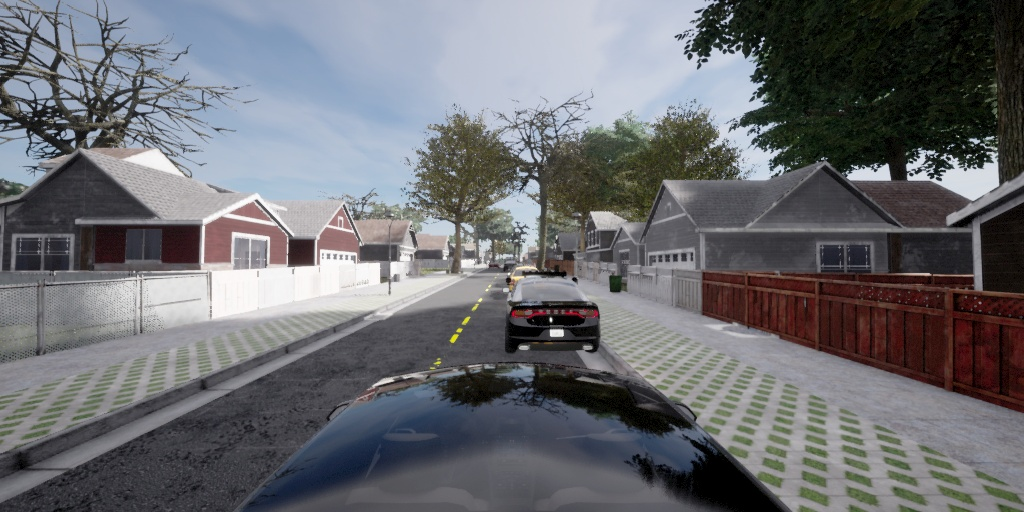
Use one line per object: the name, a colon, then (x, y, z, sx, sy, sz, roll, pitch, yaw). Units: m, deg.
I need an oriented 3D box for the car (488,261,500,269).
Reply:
car: (-3.060, 1.522, 60.816, 1.895, 1.301, 4.718, 0, 0, 0)

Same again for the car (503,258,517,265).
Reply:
car: (-0.202, 1.345, 49.566, 1.882, 1.535, 5.008, 0, 0, 0)

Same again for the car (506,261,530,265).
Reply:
car: (0.737, 1.221, 19.104, 1.801, 1.575, 5.366, 0, 0, 0)

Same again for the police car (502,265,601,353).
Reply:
police car: (0.791, 1.181, 9.017, 1.930, 1.638, 5.238, 0, 0, 0)
